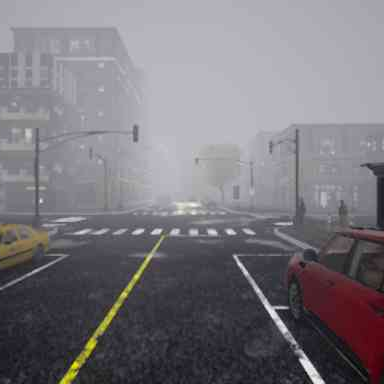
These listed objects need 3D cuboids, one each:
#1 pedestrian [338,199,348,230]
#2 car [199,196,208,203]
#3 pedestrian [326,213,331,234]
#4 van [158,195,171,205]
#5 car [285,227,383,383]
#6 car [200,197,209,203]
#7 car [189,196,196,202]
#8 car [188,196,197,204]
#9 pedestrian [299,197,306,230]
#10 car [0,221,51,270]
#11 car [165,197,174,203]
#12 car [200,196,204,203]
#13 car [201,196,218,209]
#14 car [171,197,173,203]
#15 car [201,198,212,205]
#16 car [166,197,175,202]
[{"bbox_3d":[8.161,1.303,18.017,0.375,1.860,0.375,0,0,0],"label":"pedestrian"},{"bbox_3d":[2.803,1.774,81.752,1.967,1.590,4.097,0,0,0],"label":"car"},{"bbox_3d":[7.159,1.613,17.418,0.500,1.100,0.500,0,0,0],"label":"pedestrian"},{"bbox_3d":[-5.601,1.587,64.675,1.690,1.788,3.998,0,0,0],"label":"van"},{"bbox_3d":[2.697,1.327,4.080,2.192,1.841,5.009,0,0,0],"label":"car"},{"bbox_3d":[2.795,1.854,76.054,2.008,1.369,4.403,0,0,0],"label":"car"},{"bbox_3d":[0.119,1.787,84.764,1.812,1.442,4.674,0,0,0],"label":"car"},{"bbox_3d":[0.105,1.763,74.347,1.882,1.535,5.008,0,0,0],"label":"car"},{"bbox_3d":[6.154,1.197,18.620,0.375,1.860,0.375,0,0,0],"label":"pedestrian"},{"bbox_3d":[-5.678,1.553,9.462,1.752,1.417,4.829,0,0,0],"label":"car"},{"bbox_3d":[-5.577,1.900,81.764,1.947,1.339,4.313,0,0,0],"label":"car"},{"bbox_3d":[2.764,1.634,53.268,1.967,1.590,4.097,0,0,0],"label":"car"},{"bbox_3d":[2.756,1.719,47.570,2.008,1.369,4.403,0,0,0],"label":"car"},{"bbox_3d":[-5.593,1.856,70.371,1.802,1.307,4.206,0,0,0],"label":"car"},{"bbox_3d":[2.780,1.828,64.661,1.802,1.307,4.206,0,0,0],"label":"car"},{"bbox_3d":[-5.570,1.917,87.461,2.008,1.369,4.403,0,0,0],"label":"car"}]
